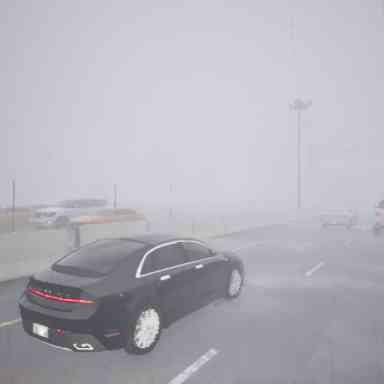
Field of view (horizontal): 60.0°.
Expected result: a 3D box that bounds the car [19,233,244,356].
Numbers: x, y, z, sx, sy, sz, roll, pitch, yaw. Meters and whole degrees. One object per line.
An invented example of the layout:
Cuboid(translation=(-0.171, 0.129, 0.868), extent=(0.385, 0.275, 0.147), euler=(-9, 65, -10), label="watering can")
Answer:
Cuboid(translation=(-0.637, 1.538, 6.321), extent=(1.837, 1.490, 4.892), euler=(0, 0, 33), label="car")

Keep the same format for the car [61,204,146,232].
Cuboid(translation=(-4.804, 1.614, 19.655), extent=(1.882, 1.535, 5.008), euler=(0, -1, 33), label="car")

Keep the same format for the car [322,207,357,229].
Cuboid(translation=(10.710, 1.825, 24.035), extent=(1.812, 1.442, 4.674), euler=(0, -1, 33), label="car")

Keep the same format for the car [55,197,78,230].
Cuboid(translation=(-7.622, 1.368, 21.746), extent=(2.150, 2.045, 5.566), euler=(0, -1, 33), label="car")

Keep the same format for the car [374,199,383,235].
Cuboid(translation=(12.348, 1.462, 20.105), extent=(2.150, 2.045, 5.566), euler=(0, -2, 33), label="car")
